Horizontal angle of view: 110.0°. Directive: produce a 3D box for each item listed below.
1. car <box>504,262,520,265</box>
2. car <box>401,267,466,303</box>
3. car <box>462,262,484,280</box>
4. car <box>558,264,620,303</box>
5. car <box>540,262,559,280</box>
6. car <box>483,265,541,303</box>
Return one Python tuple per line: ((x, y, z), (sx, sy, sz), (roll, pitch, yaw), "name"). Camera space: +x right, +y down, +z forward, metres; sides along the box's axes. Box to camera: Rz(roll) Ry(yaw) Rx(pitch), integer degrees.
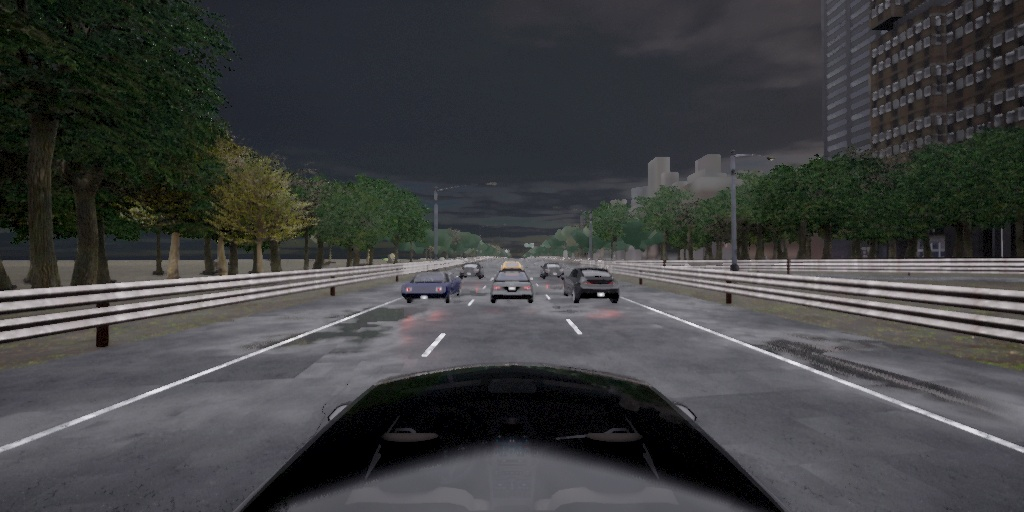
((0.000, 1.231, 31.499), (1.882, 1.535, 5.008), (0, 0, 0), "car")
((-3.500, 1.366, 16.530), (1.895, 1.301, 4.718), (0, 0, 0), "car")
((-3.500, 1.279, 31.500), (1.812, 1.442, 4.674), (0, 0, 0), "car")
((3.500, 1.267, 16.500), (1.837, 1.490, 4.892), (0, 0, 0), "car")
((3.500, 1.280, 31.499), (1.812, 1.442, 4.674), (0, 0, 0), "car")
((0.000, 1.313, 16.500), (2.033, 1.411, 5.357), (0, 0, 0), "car")
